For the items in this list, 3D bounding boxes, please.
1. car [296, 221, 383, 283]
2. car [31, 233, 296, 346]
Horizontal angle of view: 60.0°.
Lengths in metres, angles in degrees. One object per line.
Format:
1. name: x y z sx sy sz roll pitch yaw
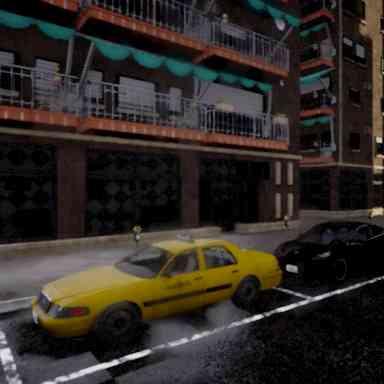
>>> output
1. car: 4.287 1.538 9.612 4.313 1.339 1.947 0 0 -35
2. car: -0.349 1.515 6.307 4.829 1.417 1.752 0 0 -35
